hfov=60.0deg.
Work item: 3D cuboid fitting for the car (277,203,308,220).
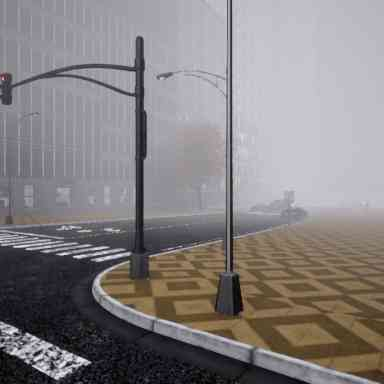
[{"bbox_3d":[11.190,2.249,36.305,1.994,1.385,4.181,0,-1,33],"label":"car"}]

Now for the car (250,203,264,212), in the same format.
[{"bbox_3d":[11.061,2.497,54.048,1.994,1.385,4.181,0,-1,33],"label":"car"}]

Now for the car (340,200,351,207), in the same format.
[{"bbox_3d":[39.560,3.205,86.117,2.033,1.411,5.357,0,-1,33],"label":"car"}]

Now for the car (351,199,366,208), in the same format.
[{"bbox_3d":[42.288,3.147,84.351,1.882,1.535,5.008,0,-1,33],"label":"car"}]

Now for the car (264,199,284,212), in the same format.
[{"bbox_3d":[13.776,2.158,52.262,2.150,2.045,5.566,0,-1,33],"label":"car"}]
